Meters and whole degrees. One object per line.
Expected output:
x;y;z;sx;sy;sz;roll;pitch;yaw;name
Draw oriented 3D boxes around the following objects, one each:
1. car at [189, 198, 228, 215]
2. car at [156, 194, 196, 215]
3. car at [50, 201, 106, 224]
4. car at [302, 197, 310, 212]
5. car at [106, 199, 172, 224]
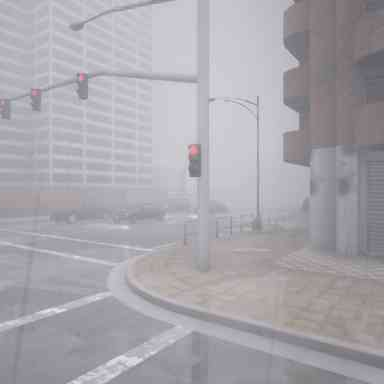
1.984;1.564;33.604;1.994;1.385;4.181;0;0;36;car
-1.996;1.352;34.047;2.097;1.767;4.553;0;0;35;car
-8.223;1.478;25.253;1.882;1.535;5.008;0;0;35;car
14.413;1.352;38.755;2.097;1.767;4.553;0;0;35;car
-3.922;1.526;25.242;1.812;1.442;4.674;0;0;35;car
